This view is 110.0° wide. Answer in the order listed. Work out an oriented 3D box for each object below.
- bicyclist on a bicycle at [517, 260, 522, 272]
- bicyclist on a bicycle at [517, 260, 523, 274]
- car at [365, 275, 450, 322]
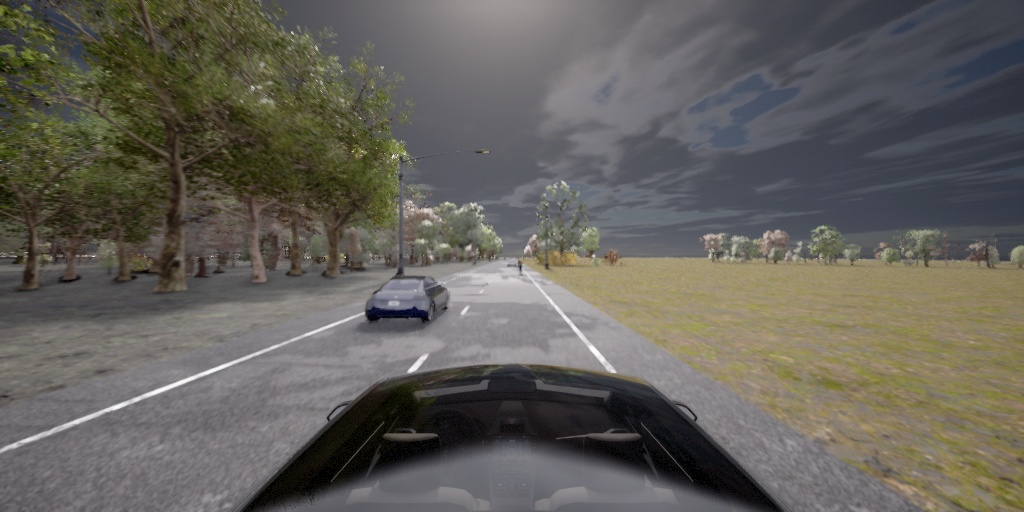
[{"bbox_3d":[0.974,1.323,48.363,0.582,1.620,1.656,0,-1,0],"label":"bicyclist on a bicycle"},{"bbox_3d":[0.972,1.299,39.422,0.582,1.620,1.656,0,-1,0],"label":"bicyclist on a bicycle"},{"bbox_3d":[-3.401,1.341,12.355,1.994,1.385,4.181,0,0,0],"label":"car"}]
